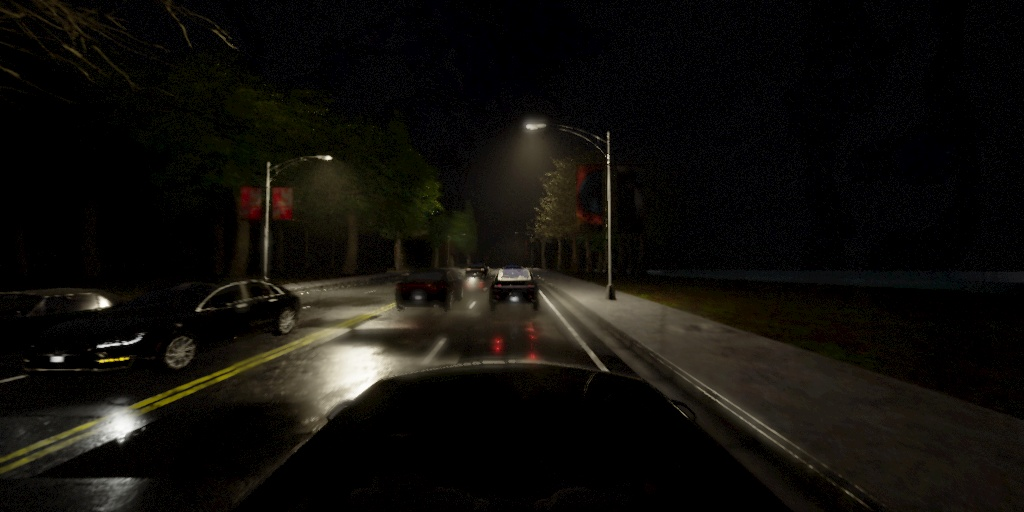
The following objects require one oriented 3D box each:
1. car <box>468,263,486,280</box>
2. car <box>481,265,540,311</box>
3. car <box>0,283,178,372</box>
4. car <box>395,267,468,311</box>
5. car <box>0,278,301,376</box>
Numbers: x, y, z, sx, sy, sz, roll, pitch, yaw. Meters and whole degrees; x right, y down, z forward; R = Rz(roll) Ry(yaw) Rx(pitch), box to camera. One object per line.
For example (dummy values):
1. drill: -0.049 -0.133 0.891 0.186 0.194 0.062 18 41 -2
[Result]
1. car: -3.164 1.403 33.383 2.128 1.511 4.902 0 -1 0
2. car: 0.094 1.272 14.630 2.128 1.511 4.902 0 0 0
3. car: -9.805 1.359 7.143 1.895 1.301 4.718 0 0 0
4. car: -3.156 1.257 14.537 1.882 1.535 5.008 0 0 0
5. car: -6.552 1.266 7.609 1.837 1.490 4.892 0 -1 0
